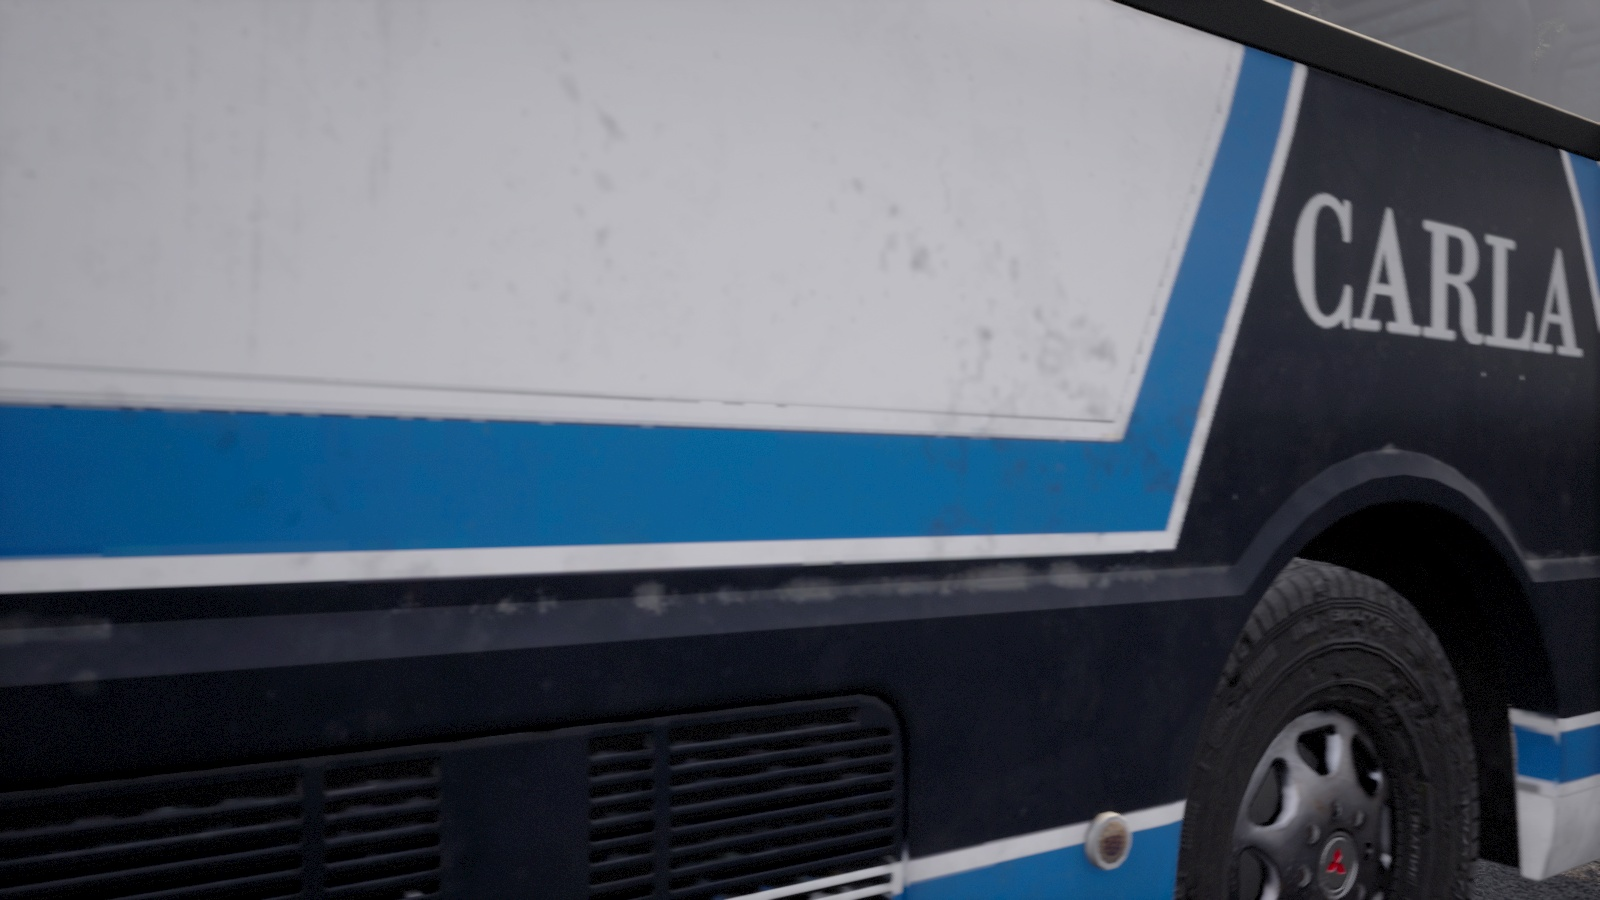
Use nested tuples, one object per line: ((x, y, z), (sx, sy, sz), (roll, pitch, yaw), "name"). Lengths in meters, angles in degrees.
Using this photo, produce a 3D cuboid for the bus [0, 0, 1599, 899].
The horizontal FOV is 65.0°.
((-1.948, -0.621, 2.294), (10.273, 4.253, 3.944), (1, -1, -35), "bus")
